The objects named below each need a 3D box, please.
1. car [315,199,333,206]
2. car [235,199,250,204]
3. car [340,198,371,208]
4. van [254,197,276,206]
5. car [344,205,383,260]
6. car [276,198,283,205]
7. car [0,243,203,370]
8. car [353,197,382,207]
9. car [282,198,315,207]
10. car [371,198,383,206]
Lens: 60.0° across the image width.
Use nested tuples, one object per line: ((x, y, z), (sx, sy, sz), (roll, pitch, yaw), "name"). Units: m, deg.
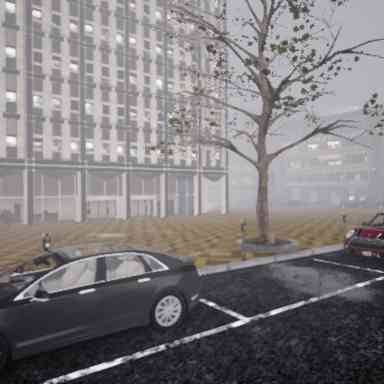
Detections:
((25.841, 2.005, 66.135), (1.802, 1.307, 4.206), (-2, 0, -36), "car")
((12.708, 2.333, 84.127), (1.802, 1.307, 4.206), (-2, 0, -36), "car")
((25.421, 1.888, 52.075), (2.008, 1.369, 4.403), (-2, 0, -36), "car")
((14.416, 1.955, 67.431), (1.690, 1.788, 3.998), (-2, 0, -36), "van")
((7.140, 1.416, 11.665), (4.097, 1.590, 1.967), (0, 0, -36), "car")
((19.243, 2.028, 75.110), (1.967, 1.590, 4.097), (-2, 0, -36), "car")
((-1.858, 1.548, 5.243), (4.403, 1.369, 2.008), (0, 0, -36), "car")
((31.101, 1.732, 58.954), (1.967, 1.590, 4.097), (-2, 0, -36), "car")
((19.339, 2.034, 60.547), (1.887, 1.381, 4.507), (-2, 0, -36), "car")
((28.688, 1.807, 47.565), (2.008, 1.369, 4.403), (-2, 0, -36), "car")
